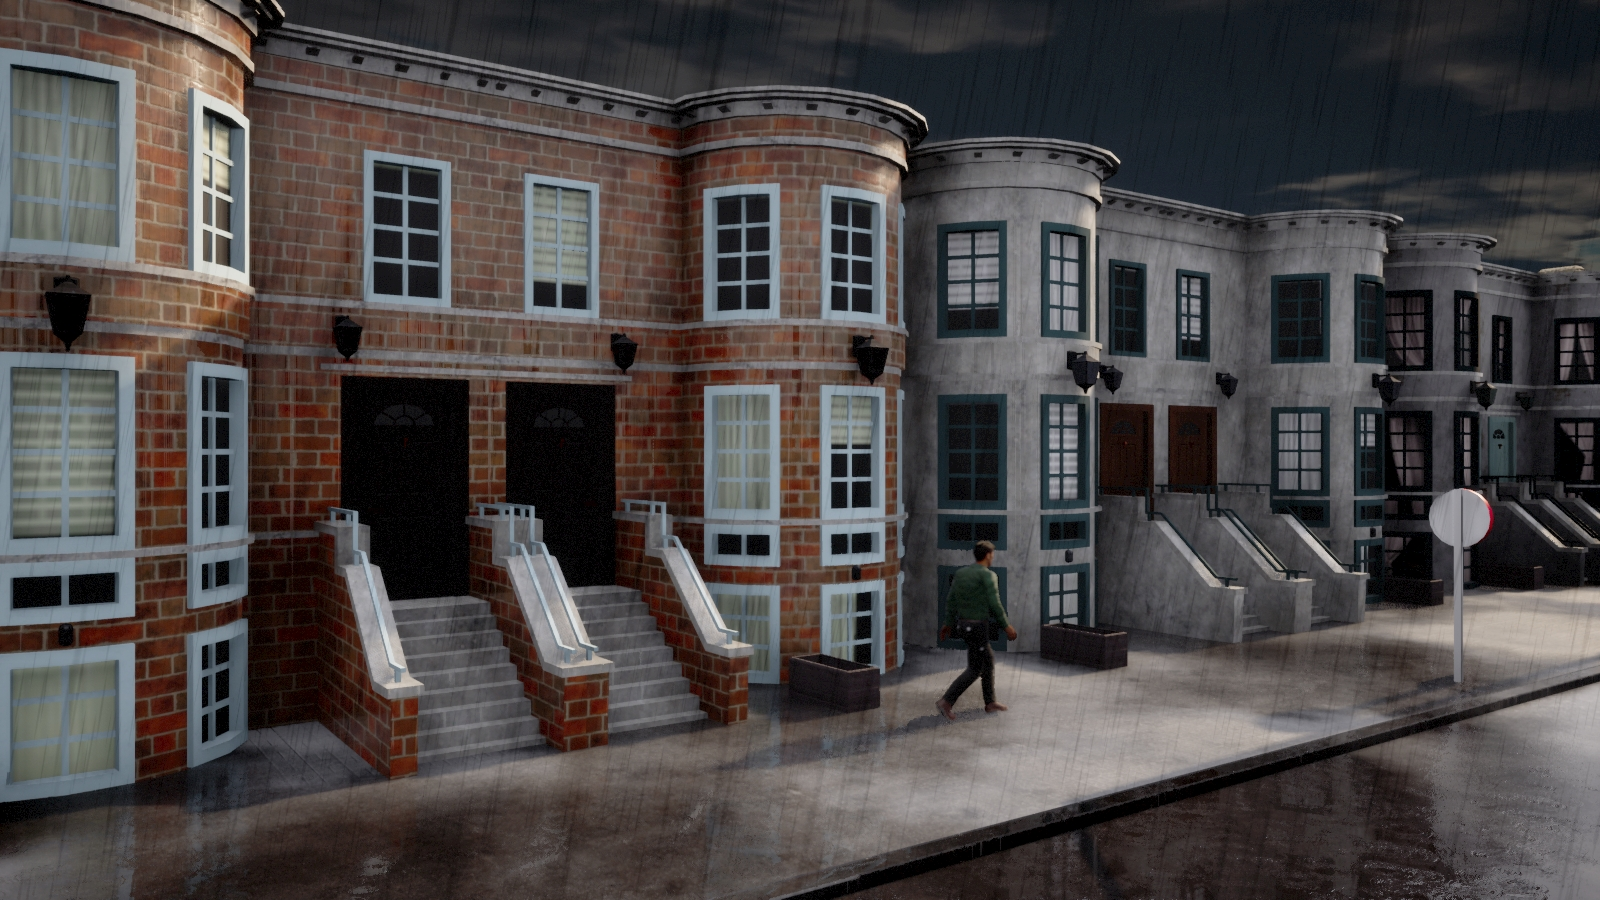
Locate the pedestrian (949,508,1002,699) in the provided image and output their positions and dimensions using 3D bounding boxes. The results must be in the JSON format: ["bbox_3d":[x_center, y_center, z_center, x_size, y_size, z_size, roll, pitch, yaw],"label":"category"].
[{"bbox_3d":[1.764,1.524,11.502,0.375,1.860,0.375,0,0,-27],"label":"pedestrian"}]
